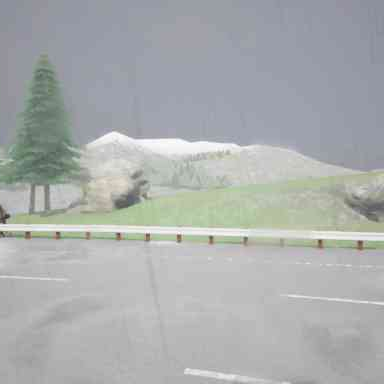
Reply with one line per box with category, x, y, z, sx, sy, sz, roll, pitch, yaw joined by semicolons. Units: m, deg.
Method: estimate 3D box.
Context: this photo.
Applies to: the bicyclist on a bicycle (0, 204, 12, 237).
bicyclist on a bicycle;-9.210;1.436;16.086;0.582;1.620;1.656;1;-5;5
